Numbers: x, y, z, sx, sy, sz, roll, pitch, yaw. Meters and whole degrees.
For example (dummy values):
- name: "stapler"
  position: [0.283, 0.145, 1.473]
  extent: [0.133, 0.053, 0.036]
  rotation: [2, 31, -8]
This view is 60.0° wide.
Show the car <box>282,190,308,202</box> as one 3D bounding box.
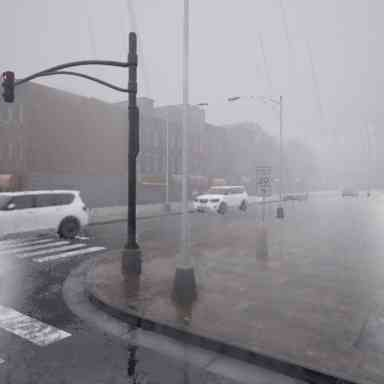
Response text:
- name: "car"
  position: [12.392, 0.477, 39.895]
  extent: [1.994, 1.385, 4.181]
  rotation: [0, 2, 36]

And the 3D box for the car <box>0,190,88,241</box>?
- name: "car"
  position: [-6.779, 0.970, 13.064]
  extent: [2.150, 2.045, 5.566]
  rotation: [0, 2, 35]

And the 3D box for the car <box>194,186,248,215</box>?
- name: "car"
  position: [2.390, 0.557, 25.899]
  extent: [2.150, 2.045, 5.566]
  rotation: [0, 2, 36]

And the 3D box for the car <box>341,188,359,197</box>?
- name: "car"
  position: [24.995, 0.089, 52.520]
  extent: [2.033, 1.411, 5.357]
  rotation: [0, 2, 35]
